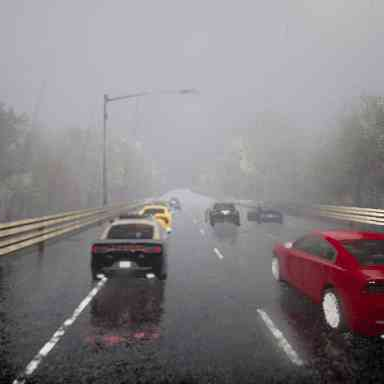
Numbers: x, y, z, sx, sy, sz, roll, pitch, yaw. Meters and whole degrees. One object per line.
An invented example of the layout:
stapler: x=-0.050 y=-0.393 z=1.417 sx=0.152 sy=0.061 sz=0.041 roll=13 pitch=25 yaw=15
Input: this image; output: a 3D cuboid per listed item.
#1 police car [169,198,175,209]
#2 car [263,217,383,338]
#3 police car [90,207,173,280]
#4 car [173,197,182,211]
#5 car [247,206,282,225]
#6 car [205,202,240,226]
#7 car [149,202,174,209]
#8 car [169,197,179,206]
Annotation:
police car: x=-2.496 y=1.580 z=26.233 sx=1.930 sy=1.638 sz=5.238 roll=0 pitch=0 yaw=-3
car: x=3.150 y=1.536 z=6.935 sx=1.882 sy=1.535 sz=5.008 roll=0 pitch=0 yaw=-3
police car: x=-1.676 y=1.483 z=10.248 sx=1.930 sy=1.638 sz=5.238 roll=0 pitch=0 yaw=-3
car: x=-2.410 y=1.822 z=45.182 sx=2.033 sy=1.411 sz=5.357 roll=0 pitch=0 yaw=-3
car: x=5.662 y=1.755 z=26.258 sx=1.994 sy=1.385 sz=4.181 roll=0 pitch=0 yaw=-3
car: x=2.213 y=1.521 z=25.222 sx=2.097 sy=1.767 sz=4.553 roll=0 pitch=0 yaw=-3
car: x=-2.183 y=1.596 z=20.129 sx=1.882 sy=1.535 sz=5.008 roll=0 pitch=0 yaw=-3
car: x=-3.385 y=1.817 z=64.048 sx=1.837 sy=1.490 sz=4.892 roll=0 pitch=0 yaw=-3
